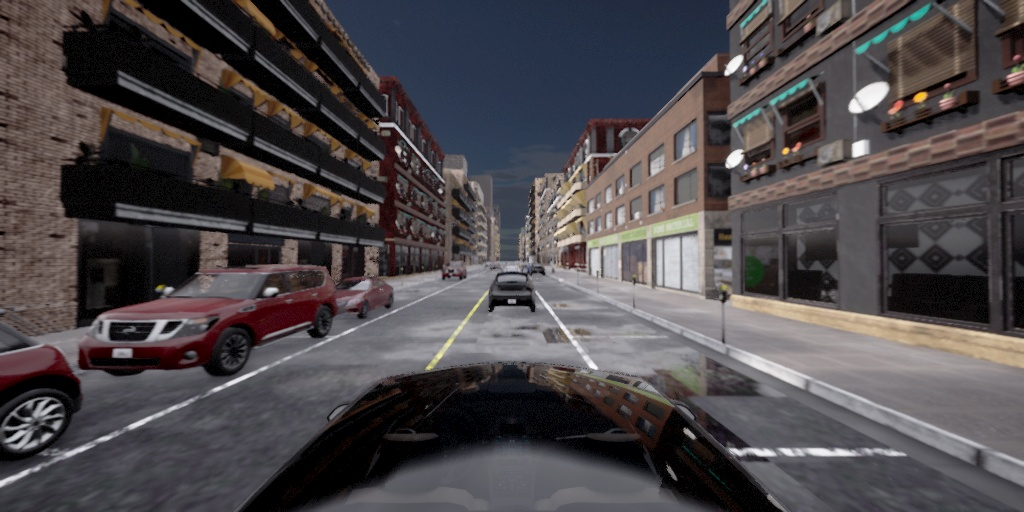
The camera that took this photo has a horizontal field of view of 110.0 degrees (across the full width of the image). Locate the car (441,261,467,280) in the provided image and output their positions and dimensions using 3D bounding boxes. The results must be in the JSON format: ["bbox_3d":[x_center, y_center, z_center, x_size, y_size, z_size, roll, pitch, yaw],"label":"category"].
[{"bbox_3d":[-5.700,1.413,35.926,2.192,1.841,5.009,0,0,0],"label":"car"}]

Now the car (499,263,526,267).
[{"bbox_3d":[0.012,1.571,30.748,1.812,1.442,4.674,0,0,0],"label":"car"}]

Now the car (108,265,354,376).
[{"bbox_3d":[-5.693,1.127,7.745,2.192,1.841,5.009,0,0,0],"label":"car"}]

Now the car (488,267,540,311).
[{"bbox_3d":[0.013,1.397,15.354,1.837,1.490,4.892,0,0,0],"label":"car"}]

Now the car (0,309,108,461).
[{"bbox_3d":[-5.693,1.194,2.109,1.967,1.591,4.097,0,0,0],"label":"car"}]

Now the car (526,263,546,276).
[{"bbox_3d":[3.135,1.693,44.928,1.837,1.490,4.892,0,-1,0],"label":"car"}]

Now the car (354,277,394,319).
[{"bbox_3d":[-5.695,1.452,13.382,1.802,1.307,4.207,0,0,0],"label":"car"}]
